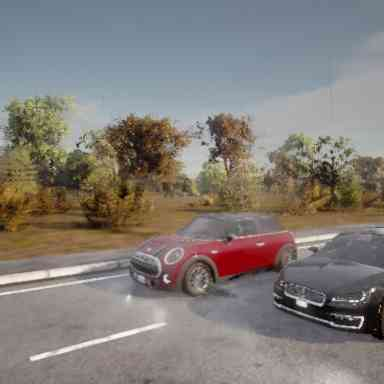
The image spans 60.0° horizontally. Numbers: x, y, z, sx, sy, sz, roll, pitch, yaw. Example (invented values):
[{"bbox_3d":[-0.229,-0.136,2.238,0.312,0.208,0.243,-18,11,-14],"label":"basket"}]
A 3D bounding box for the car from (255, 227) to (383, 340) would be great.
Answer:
[{"bbox_3d":[3.699,1.513,6.612,4.892,1.490,1.837,1,0,-35],"label":"car"}]

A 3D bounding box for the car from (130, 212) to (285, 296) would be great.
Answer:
[{"bbox_3d":[0.693,1.358,8.770,4.553,1.767,2.097,0,0,-35],"label":"car"}]
